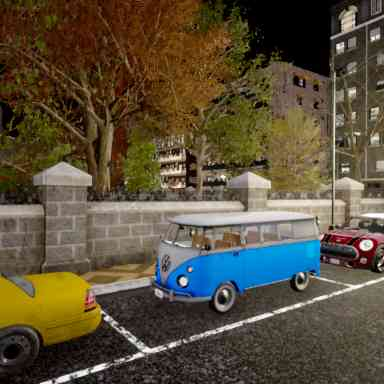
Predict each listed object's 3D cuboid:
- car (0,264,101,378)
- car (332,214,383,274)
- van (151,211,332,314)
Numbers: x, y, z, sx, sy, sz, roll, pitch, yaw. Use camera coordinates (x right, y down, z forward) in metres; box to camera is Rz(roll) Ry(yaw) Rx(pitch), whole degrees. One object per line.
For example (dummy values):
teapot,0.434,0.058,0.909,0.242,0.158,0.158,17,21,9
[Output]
car,-3.608,1.525,3.976,4.829,1.417,1.752,0,1,-35
car,5.678,1.442,10.584,4.097,1.590,1.967,0,1,-35
van,1.106,1.342,7.328,3.998,1.788,1.690,0,1,-35
